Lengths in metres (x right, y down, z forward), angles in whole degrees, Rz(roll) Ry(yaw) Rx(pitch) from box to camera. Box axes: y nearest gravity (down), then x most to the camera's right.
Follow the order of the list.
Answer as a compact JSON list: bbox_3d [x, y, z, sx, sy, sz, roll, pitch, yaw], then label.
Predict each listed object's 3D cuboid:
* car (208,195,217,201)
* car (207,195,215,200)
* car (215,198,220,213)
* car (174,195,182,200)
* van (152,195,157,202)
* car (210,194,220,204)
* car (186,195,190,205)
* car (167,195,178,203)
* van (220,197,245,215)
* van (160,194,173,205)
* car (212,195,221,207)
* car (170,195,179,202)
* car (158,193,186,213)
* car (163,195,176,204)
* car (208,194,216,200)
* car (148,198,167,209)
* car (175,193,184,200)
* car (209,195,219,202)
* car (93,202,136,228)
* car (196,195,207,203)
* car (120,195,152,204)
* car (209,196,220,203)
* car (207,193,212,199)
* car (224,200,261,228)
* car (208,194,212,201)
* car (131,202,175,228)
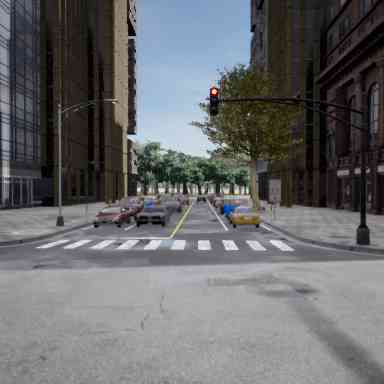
[{"bbox_3d":[4.850,1.429,78.495,1.802,1.307,4.206,0,0,2],"label":"car"},{"bbox_3d":[5.147,1.379,89.849,1.947,1.339,4.313,0,0,2],"label":"car"},{"bbox_3d":[3.664,1.531,33.077,1.947,1.339,4.313,-1,0,2],"label":"car"},{"bbox_3d":[-3.524,1.375,84.391,1.887,1.381,4.507,0,0,2],"label":"car"},{"bbox_3d":[-4.861,1.306,33.292,1.690,1.788,3.998,-1,0,2],"label":"van"},{"bbox_3d":[4.109,1.471,50.109,1.887,1.381,4.507,-1,0,2],"label":"car"},{"bbox_3d":[-1.513,1.262,55.558,2.097,1.767,4.553,0,0,2],"label":"car"},{"bbox_3d":[-3.969,1.425,67.358,1.887,1.381,4.507,0,0,2],"label":"car"},{"bbox_3d":[3.513,1.316,27.400,1.690,1.788,3.998,-1,0,2],"label":"van"},{"bbox_3d":[-4.267,1.252,56.003,1.690,1.788,3.998,0,0,2],"label":"van"},{"bbox_3d":[3.965,1.465,44.602,1.752,1.417,4.829,-1,0,2],"label":"car"},{"bbox_3d":[-3.820,1.446,73.036,1.802,1.307,4.206,0,0,2],"label":"car"},{"bbox_3d":[-2.118,1.313,35.909,2.097,1.767,4.553,0,0,2],"label":"car"},{"bbox_3d":[-4.118,1.336,61.680,1.967,1.590,4.097,0,0,2],"label":"car"},{"bbox_3d":[5.002,1.355,84.342,1.752,1.417,4.829,0,0,2],"label":"car"},{"bbox_3d":[-4.562,1.491,44.648,2.008,1.369,4.403,-1,0,2],"label":"car"},{"bbox_3d":[-3.378,1.128,90.068,2.192,1.841,5.009,0,0,2],"label":"car"},{"bbox_3d":[4.702,1.415,72.817,2.008,1.369,4.403,0,0,2],"label":"car"},{"bbox_3d":[-5.155,1.565,21.936,1.802,1.307,4.206,-1,0,2],"label":"car"},{"bbox_3d":[1.864,1.389,65.866,1.837,1.490,4.892,0,0,2],"label":"car"},{"bbox_3d":[-5.010,1.290,27.614,2.192,1.841,5.009,-1,0,2],"label":"car"},{"bbox_3d":[4.553,1.431,67.141,2.008,1.369,4.403,-1,0,2],"label":"car"},{"bbox_3d":[4.403,1.211,61.463,2.192,1.841,5.009,-1,0,2],"label":"car"},{"bbox_3d":[3.371,1.508,21.892,1.752,1.417,4.829,-1,0,2],"label":"car"},{"bbox_3d":[4.257,1.462,55.786,2.008,1.369,4.403,-1,0,2],"label":"car"},{"bbox_3d":[-2.476,1.583,22.192,1.895,1.301,4.718,0,0,2],"label":"car"}]
